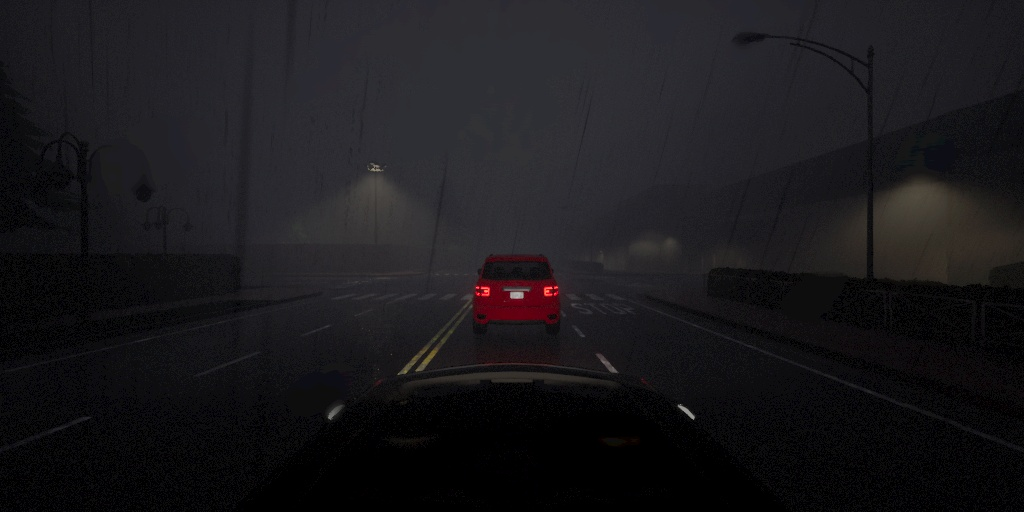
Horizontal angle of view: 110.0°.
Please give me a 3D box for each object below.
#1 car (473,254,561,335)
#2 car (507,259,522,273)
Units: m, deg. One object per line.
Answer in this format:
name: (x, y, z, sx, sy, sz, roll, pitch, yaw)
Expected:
car: (0.113, 0.971, 10.698, 2.150, 2.045, 5.566, 0, 0, 0)
car: (0.317, 1.227, 45.553, 1.882, 1.535, 5.008, 0, 0, 1)
